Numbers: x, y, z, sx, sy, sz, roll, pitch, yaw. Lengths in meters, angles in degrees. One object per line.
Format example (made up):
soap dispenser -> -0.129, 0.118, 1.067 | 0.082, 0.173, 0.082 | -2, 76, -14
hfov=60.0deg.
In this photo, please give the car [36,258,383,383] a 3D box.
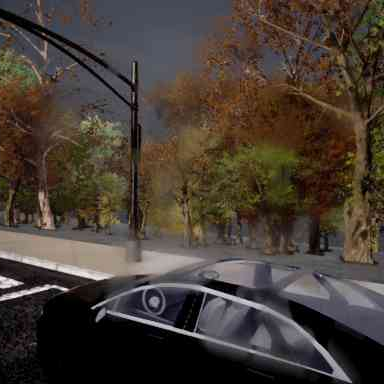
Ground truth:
car -> 0.238, 1.491, 3.503 | 4.902, 1.511, 2.128 | 0, 0, 37
